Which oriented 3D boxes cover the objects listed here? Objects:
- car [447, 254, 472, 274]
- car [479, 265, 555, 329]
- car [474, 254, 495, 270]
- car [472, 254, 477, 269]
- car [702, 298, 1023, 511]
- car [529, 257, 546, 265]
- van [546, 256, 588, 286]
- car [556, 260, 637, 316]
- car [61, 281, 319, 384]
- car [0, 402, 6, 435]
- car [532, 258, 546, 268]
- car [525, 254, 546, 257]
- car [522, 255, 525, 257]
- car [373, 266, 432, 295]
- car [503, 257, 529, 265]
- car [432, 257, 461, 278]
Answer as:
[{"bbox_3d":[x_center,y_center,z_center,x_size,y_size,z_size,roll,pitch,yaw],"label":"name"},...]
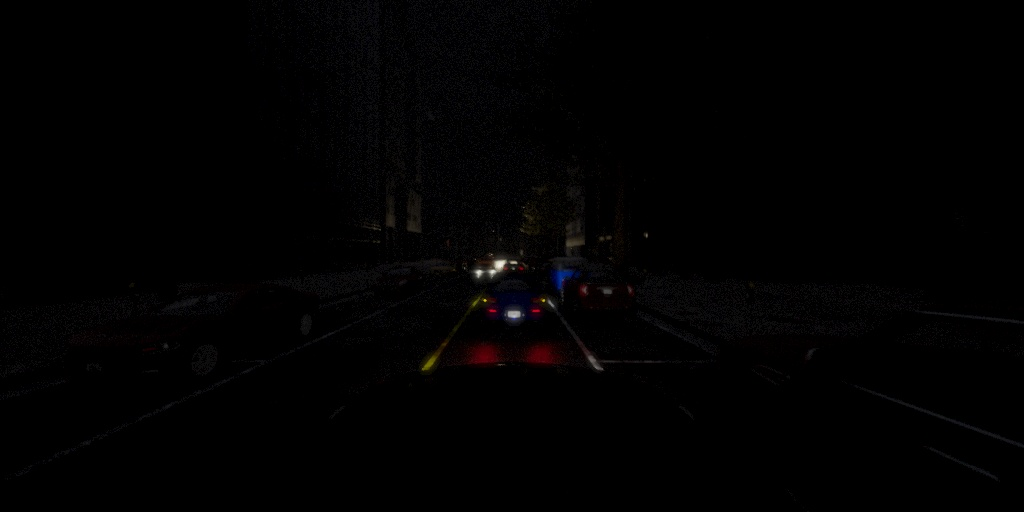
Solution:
[{"bbox_3d":[-5.588,0.749,35.293,2.192,1.841,5.009,0,0,0],"label":"car"},{"bbox_3d":[0.080,1.186,10.811,1.812,1.442,4.674,0,1,1],"label":"car"},{"bbox_3d":[-2.998,0.855,42.642,1.882,1.535,5.008,0,0,0],"label":"car"},{"bbox_3d":[-5.561,0.662,46.571,2.192,1.841,5.009,0,0,0],"label":"car"},{"bbox_3d":[2.856,1.067,1.430,2.192,1.841,5.009,0,0,0],"label":"car"},{"bbox_3d":[2.937,1.001,35.263,1.948,1.339,4.313,0,0,0],"label":"car"},{"bbox_3d":[2.897,0.927,18.348,1.690,1.789,3.998,0,0,0],"label":"van"},{"bbox_3d":[2.883,1.082,12.709,1.967,1.591,4.097,0,0,0],"label":"car"},{"bbox_3d":[-5.656,1.242,7.103,1.888,1.381,4.507,0,0,0],"label":"car"},{"bbox_3d":[-5.669,1.192,1.464,1.967,1.591,4.097,0,0,0],"label":"car"},{"bbox_3d":[2.924,1.063,29.626,1.802,1.307,4.207,0,0,0],"label":"car"},{"bbox_3d":[2.951,0.706,40.903,2.192,1.841,5.009,0,0,0],"label":"car"},{"bbox_3d":[2.991,0.826,57.821,1.948,1.339,4.313,0,0,0],"label":"car"},{"bbox_3d":[-5.629,1.168,18.381,1.802,1.307,4.207,0,0,0],"label":"car"},{"bbox_3d":[0.152,1.021,30.567,2.033,1.411,5.357,0,1,0],"label":"car"},{"bbox_3d":[-5.602,1.006,29.487,1.751,1.417,4.829,0,0,0],"label":"car"}]
